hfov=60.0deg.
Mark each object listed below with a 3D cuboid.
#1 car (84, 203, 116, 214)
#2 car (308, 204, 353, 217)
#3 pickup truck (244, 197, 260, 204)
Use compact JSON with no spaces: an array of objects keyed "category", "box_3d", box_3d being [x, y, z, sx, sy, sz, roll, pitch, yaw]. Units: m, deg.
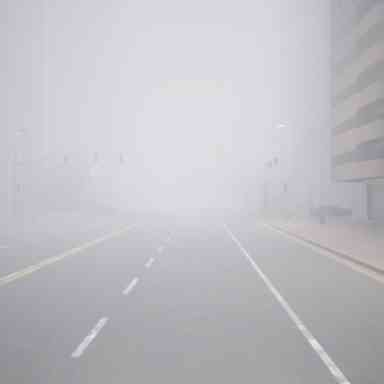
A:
[{"category":"car","box_3d":[-11.978,2.118,43.116,4.181,1.385,1.994,0,-1,26]},{"category":"car","box_3d":[15.136,2.036,36.427,4.674,1.442,1.812,0,-1,0]},{"category":"pickup truck","box_3d":[15.818,2.245,87.205,2.390,2.098,6.274,0,-1,32]}]
